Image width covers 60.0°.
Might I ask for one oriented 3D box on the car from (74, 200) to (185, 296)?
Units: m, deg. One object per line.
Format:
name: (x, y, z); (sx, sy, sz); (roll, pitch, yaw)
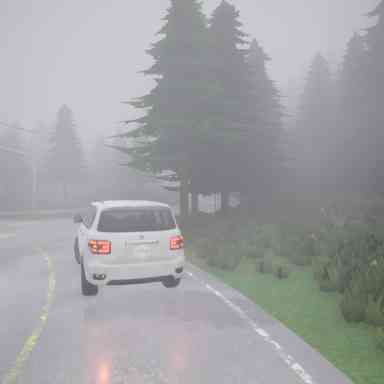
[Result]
car: (-1.917, 1.221, 9.031); (2.150, 2.045, 5.566); (0, 0, -20)
